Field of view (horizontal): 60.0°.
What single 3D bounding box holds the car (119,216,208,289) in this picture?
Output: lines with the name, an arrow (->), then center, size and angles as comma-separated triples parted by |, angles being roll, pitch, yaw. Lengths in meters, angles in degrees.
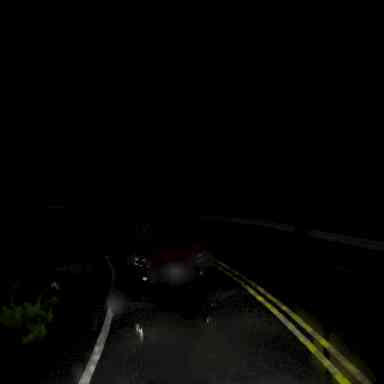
car -> -1.053, 1.532, 9.709 | 1.882, 1.535, 5.008 | -1, 0, -16

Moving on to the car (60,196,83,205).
car -> -21.474, 1.536, 59.455 | 1.837, 1.490, 4.892 | 2, 3, 19
